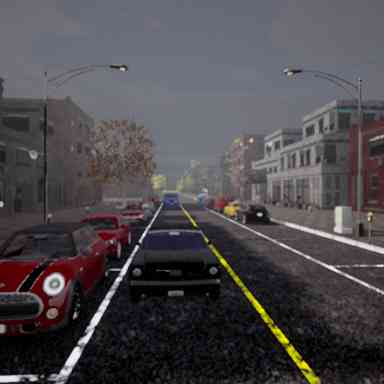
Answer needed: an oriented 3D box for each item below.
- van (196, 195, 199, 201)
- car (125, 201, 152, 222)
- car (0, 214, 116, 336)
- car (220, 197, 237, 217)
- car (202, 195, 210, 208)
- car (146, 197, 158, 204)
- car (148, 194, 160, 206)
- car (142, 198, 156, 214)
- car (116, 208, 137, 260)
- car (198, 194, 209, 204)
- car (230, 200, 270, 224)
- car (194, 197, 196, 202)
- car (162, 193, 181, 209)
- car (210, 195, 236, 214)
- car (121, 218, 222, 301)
[{"bbox_3d":[2.085,1.219,57.109,1.690,1.788,3.998,-1,0,-4],"label":"van"},{"bbox_3d":[-4.050,1.532,23.332,1.802,1.307,4.206,-1,0,-4],"label":"car"},{"bbox_3d":[-2.939,1.426,6.724,1.967,1.590,4.097,-1,0,-4],"label":"car"},{"bbox_3d":[3.930,1.463,29.599,1.752,1.417,4.829,-1,0,-4],"label":"car"},{"bbox_3d":[2.829,1.484,46.038,1.802,1.307,4.206,-1,0,-4],"label":"car"},{"bbox_3d":[-4.791,1.509,34.404,1.802,1.307,4.206,-1,0,-4],"label":"car"},{"bbox_3d":[-5.906,1.206,51.011,2.192,1.841,5.009,-1,0,-4],"label":"car"},{"bbox_3d":[-4.421,1.490,28.868,2.008,1.369,4.403,-1,0,-4],"label":"car"},{"bbox_3d":[-3.308,1.519,12.260,1.887,1.381,4.507,-1,0,-4],"label":"car"},{"bbox_3d":[2.446,1.415,51.743,1.752,1.417,4.829,-1,0,-4],"label":"car"},{"bbox_3d":[4.312,1.515,23.894,1.947,1.339,4.313,-1,0,-4],"label":"car"},{"bbox_3d":[1.334,1.379,68.351,1.752,1.417,4.829,-1,0,-4],"label":"car"},{"bbox_3d":[-2.728,1.128,43.892,2.150,2.045,5.566,0,0,-4],"label":"car"},{"bbox_3d":[3.568,1.241,34.966,2.192,1.841,5.009,-1,0,-4],"label":"car"},{"bbox_3d":[-0.452,1.583,8.423,1.895,1.301,4.718,0,0,-4],"label":"car"}]
